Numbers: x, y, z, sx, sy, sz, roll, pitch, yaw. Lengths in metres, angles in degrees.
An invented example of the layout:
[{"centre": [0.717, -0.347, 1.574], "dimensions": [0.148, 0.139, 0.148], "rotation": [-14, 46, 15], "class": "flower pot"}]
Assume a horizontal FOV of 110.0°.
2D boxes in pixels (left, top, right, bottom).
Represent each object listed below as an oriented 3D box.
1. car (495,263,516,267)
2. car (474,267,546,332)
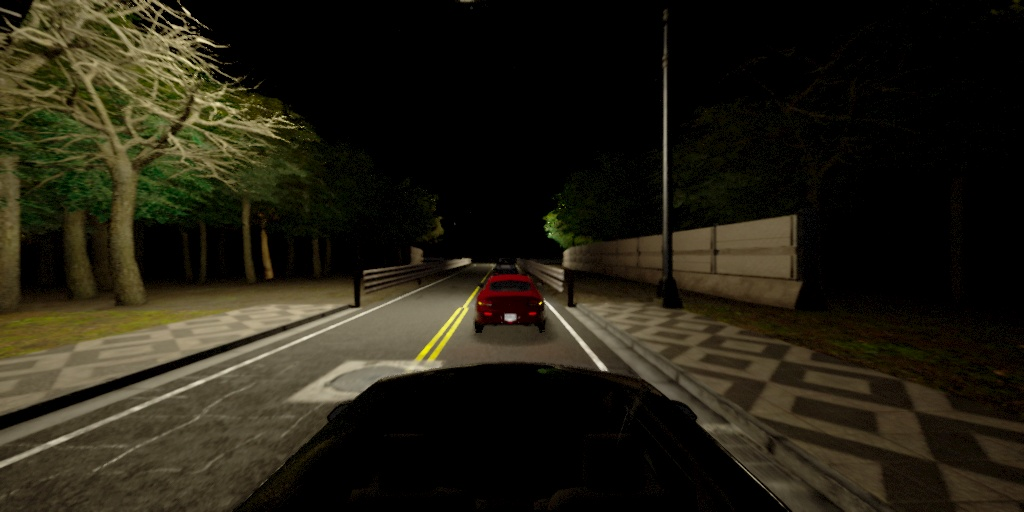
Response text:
[{"centre": [-0.435, 1.160, 25.115], "dimensions": [2.033, 1.411, 5.357], "rotation": [0, 0, -1], "class": "car"}, {"centre": [-0.057, 1.223, 10.562], "dimensions": [1.812, 1.442, 4.674], "rotation": [0, 1, 0], "class": "car"}]
